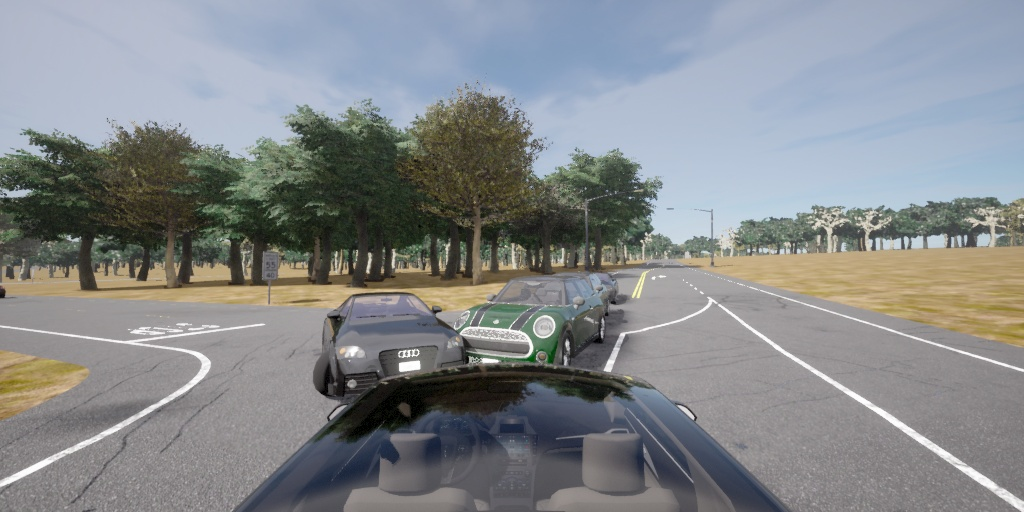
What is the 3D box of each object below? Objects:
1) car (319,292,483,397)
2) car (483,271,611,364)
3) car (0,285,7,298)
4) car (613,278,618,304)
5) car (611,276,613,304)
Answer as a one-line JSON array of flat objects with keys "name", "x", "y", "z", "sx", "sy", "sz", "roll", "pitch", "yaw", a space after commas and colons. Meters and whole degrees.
[{"name": "car", "x": -2.355, "y": 1.376, "z": 6.625, "sx": 1.994, "sy": 1.385, "sz": 4.181, "roll": 1, "pitch": -2, "yaw": -29}, {"name": "car", "x": 0.617, "y": 1.218, "z": 7.830, "sx": 2.097, "sy": 1.767, "sz": 4.553, "roll": -1, "pitch": -2, "yaw": 26}, {"name": "car", "x": -40.861, "y": 2.562, "z": 27.387, "sx": 4.181, "sy": 1.385, "sz": 1.994, "roll": -2, "pitch": -3, "yaw": 22}, {"name": "car", "x": 4.217, "y": 1.509, "z": 17.870, "sx": 1.994, "sy": 1.385, "sz": 4.181, "roll": -1, "pitch": 0, "yaw": 19}, {"name": "car", "x": 2.023, "y": 1.344, "z": 12.143, "sx": 2.097, "sy": 1.767, "sz": 4.553, "roll": -1, "pitch": -1, "yaw": 21}]
